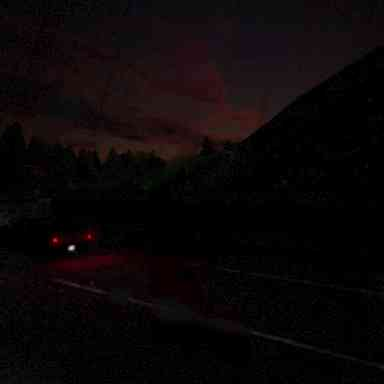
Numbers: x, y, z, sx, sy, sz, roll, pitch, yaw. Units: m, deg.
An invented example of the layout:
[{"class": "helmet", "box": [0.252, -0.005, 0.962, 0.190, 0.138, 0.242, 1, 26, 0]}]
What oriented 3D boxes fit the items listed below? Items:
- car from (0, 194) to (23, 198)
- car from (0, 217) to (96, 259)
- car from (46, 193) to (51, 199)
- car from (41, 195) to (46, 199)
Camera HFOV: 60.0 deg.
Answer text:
[{"class": "car", "box": [-35.806, 1.294, 66.094, 1.812, 1.442, 4.674, 0, 1, 23]}, {"class": "car", "box": [-5.793, 1.598, 12.668, 4.718, 1.301, 1.895, 0, 0, 39]}, {"class": "car", "box": [-33.267, 0.986, 83.753, 1.882, 1.535, 5.008, 0, 1, 36]}, {"class": "car", "box": [-36.099, 1.047, 85.810, 2.033, 1.411, 5.357, 0, 1, 36]}]
